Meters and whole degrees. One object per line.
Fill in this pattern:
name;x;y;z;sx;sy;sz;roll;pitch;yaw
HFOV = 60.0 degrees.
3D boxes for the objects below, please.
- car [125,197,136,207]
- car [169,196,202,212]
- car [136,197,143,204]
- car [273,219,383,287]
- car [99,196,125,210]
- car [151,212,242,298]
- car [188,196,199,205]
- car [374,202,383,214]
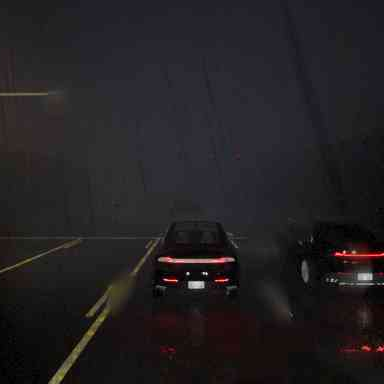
car;-10.443;1.526;51.682;1.812;1.442;4.674;0;0;0
car;-0.525;1.491;33.290;2.128;1.511;4.902;1;0;23
car;-10.385;1.564;61.525;1.994;1.385;4.181;0;0;1
car;3.605;1.505;9.297;1.837;1.490;4.892;0;0;1
car;-10.468;1.352;42.785;2.097;1.767;4.553;0;0;0
car;0.100;1.492;8.535;2.128;1.511;4.902;0;0;0
car;0.270;1.525;59.232;1.812;1.442;4.674;0;0;0
car;18.122;1.061;28.324;4.902;1.511;2.128;-5;0;0
